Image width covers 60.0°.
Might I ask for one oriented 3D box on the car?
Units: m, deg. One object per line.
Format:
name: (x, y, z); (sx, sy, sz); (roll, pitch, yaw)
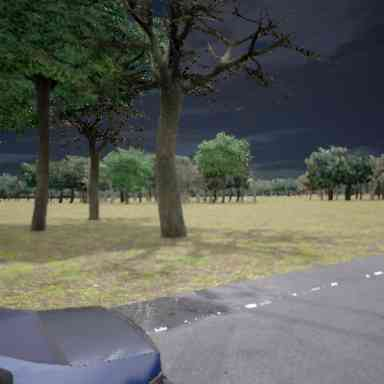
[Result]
car: (-2.689, 1.547, 1.944); (5.357, 1.411, 2.033); (1, -1, -35)
